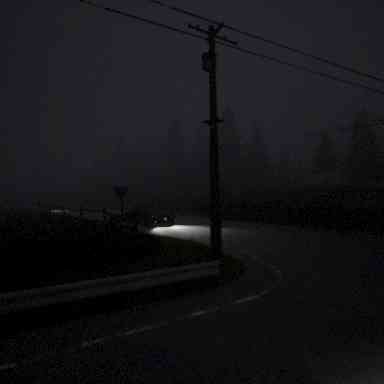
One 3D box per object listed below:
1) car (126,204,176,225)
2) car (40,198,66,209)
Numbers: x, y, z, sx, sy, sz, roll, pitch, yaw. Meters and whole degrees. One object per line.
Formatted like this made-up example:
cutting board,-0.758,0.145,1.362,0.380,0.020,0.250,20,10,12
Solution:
car,-2.843,1.498,22.295,1.994,1.385,4.181,-2,1,-37
car,-17.374,1.513,41.365,2.033,1.411,5.357,-2,1,-39
